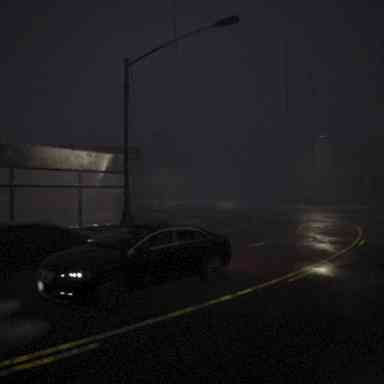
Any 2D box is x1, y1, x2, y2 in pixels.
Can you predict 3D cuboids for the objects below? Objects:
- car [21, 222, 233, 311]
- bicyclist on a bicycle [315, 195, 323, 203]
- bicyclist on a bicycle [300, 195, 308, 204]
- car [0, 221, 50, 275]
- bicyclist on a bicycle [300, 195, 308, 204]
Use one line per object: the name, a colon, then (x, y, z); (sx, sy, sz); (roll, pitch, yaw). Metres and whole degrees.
car: (-1.082, 1.516, 7.997); (4.902, 1.511, 2.128); (0, 0, -43)
bicyclist on a bicycle: (26.324, 1.429, 68.873); (1.656, 1.620, 0.582); (0, 0, 31)
bicyclist on a bicycle: (21.907, 1.428, 65.015); (1.656, 1.620, 0.582); (0, 0, -39)
car: (-5.018, 1.561, 9.182); (4.674, 1.442, 1.812); (0, 0, -40)
bicyclist on a bicycle: (21.555, 1.502, 64.116); (1.656, 1.620, 0.582); (-8, 2, -4)
